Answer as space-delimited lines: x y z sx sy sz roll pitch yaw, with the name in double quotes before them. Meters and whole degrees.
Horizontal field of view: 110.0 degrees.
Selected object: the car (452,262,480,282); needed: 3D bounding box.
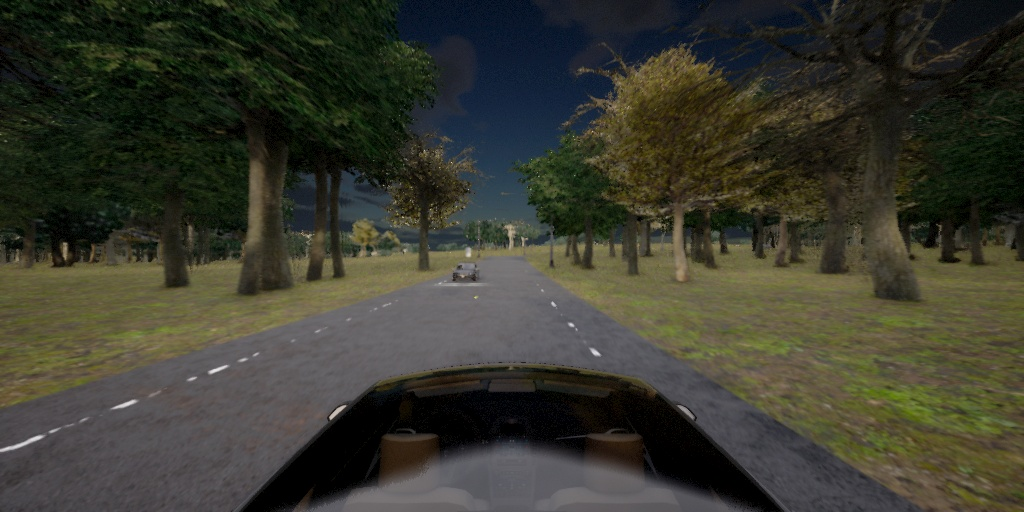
"car" -3.581 1.233 28.508 1.837 1.490 4.892 0 0 0
